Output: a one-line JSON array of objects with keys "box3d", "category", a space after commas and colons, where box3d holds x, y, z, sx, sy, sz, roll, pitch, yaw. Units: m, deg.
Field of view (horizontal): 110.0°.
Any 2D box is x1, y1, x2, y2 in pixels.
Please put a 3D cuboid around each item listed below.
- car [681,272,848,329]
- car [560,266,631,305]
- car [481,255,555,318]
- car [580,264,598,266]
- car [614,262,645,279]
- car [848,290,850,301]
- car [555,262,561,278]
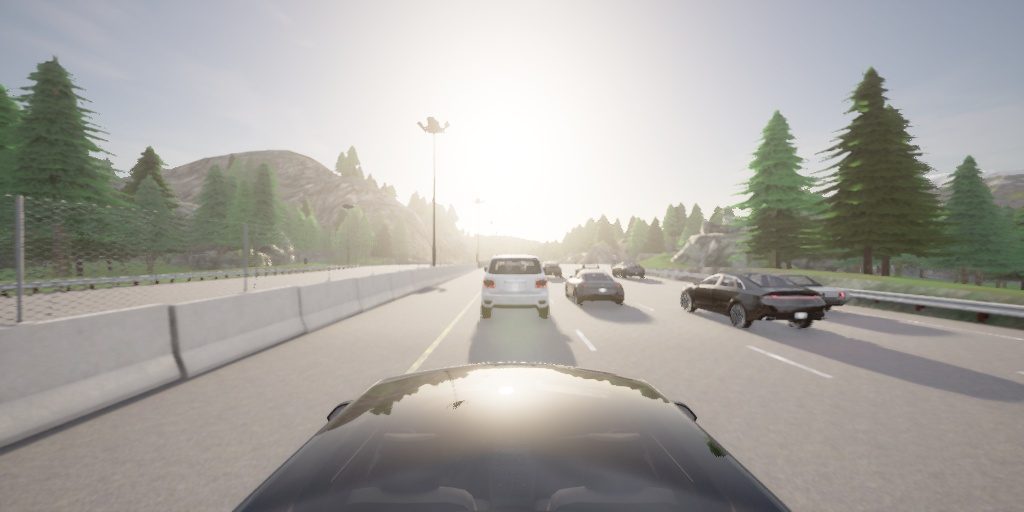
[{"box3d": [7.101, 1.254, 11.234, 2.128, 1.511, 4.902, 0, 0, 0], "category": "car"}, {"box3d": [3.602, 1.332, 16.258, 1.994, 1.385, 4.181, 0, 0, 0], "category": "car"}, {"box3d": [0.113, 0.986, 13.238, 2.150, 2.045, 5.566, 0, 0, 0], "category": "car"}, {"box3d": [7.090, 1.389, 33.303, 1.895, 1.301, 4.718, 0, 0, 0], "category": "car"}, {"box3d": [10.590, 1.279, 32.905, 2.128, 1.511, 4.902, 0, 0, 0], "category": "car"}, {"box3d": [10.602, 1.367, 14.515, 1.895, 1.301, 4.718, 0, 0, 0], "category": "car"}, {"box3d": [3.588, 1.293, 33.871, 1.837, 1.490, 4.892, 0, 0, 0], "category": "car"}]
